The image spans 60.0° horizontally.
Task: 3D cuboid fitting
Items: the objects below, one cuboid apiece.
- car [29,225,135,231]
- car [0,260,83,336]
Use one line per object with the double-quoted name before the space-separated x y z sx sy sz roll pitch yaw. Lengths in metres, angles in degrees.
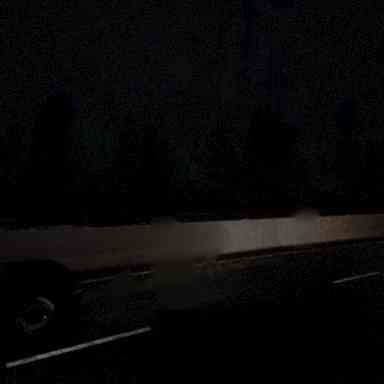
"car" -4.206 1.630 13.719 4.718 1.301 1.895 0 0 -34
"car" -4.213 1.597 5.032 4.718 1.301 1.895 0 0 -35
